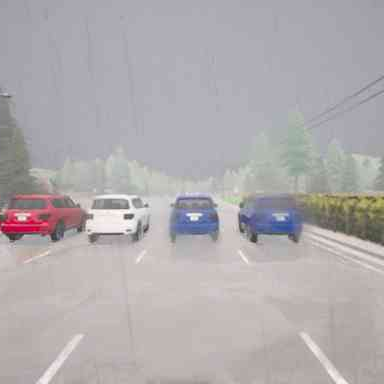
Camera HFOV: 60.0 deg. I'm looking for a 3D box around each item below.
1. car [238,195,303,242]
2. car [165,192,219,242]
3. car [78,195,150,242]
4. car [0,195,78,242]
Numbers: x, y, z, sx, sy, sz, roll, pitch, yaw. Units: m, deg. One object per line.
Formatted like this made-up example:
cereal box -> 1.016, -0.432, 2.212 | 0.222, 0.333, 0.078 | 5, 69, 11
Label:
car -> 3.601, 1.167, 16.179 | 2.150, 2.045, 5.566 | 0, 0, 0
car -> 0.101, 1.167, 16.229 | 2.150, 2.045, 5.566 | 0, 0, 0
car -> -3.399, 1.167, 16.171 | 2.150, 2.045, 5.566 | 0, 0, 0
car -> -6.899, 1.167, 16.234 | 2.150, 2.045, 5.566 | 0, 0, 0
